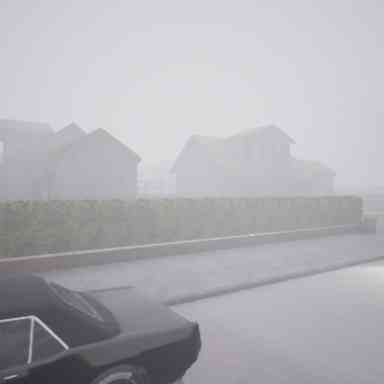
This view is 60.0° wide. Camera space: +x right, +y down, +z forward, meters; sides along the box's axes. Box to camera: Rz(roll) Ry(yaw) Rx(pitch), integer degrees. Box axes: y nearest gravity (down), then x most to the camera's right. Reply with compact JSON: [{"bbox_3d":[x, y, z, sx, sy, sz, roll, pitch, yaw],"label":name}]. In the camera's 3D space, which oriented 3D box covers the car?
[{"bbox_3d":[-2.322,1.601,3.019,4.718,1.301,1.895,0,0,-34],"label":"car"}]
